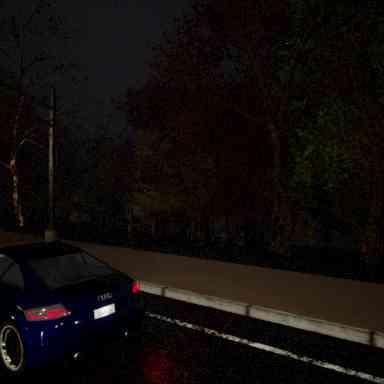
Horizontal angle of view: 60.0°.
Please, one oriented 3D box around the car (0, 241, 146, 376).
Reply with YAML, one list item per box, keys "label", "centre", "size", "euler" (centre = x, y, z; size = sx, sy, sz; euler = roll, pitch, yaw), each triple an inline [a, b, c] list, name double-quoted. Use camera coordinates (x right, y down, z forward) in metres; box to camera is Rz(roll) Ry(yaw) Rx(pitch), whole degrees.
- label: "car"
  centre: [-2.775, 1.563, 5.647]
  size: [4.181, 1.385, 1.994]
  euler: [0, 0, 37]
